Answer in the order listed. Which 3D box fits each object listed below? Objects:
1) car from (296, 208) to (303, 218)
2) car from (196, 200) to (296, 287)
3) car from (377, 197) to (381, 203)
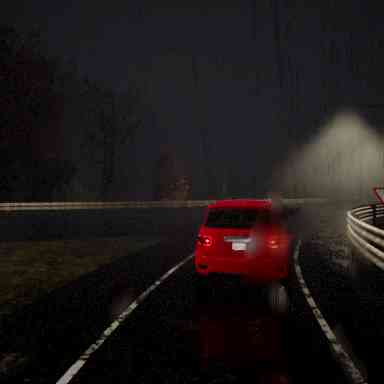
[{"bbox_3d":[6.841,1.552,27.945,5.357,1.411,2.033,0,0,-31],"label":"car"},{"bbox_3d":[1.591,1.225,9.606,2.150,2.045,5.566,0,0,13],"label":"car"},{"bbox_3d":[39.469,1.490,68.747,1.882,1.535,5.008,0,0,32],"label":"car"}]
